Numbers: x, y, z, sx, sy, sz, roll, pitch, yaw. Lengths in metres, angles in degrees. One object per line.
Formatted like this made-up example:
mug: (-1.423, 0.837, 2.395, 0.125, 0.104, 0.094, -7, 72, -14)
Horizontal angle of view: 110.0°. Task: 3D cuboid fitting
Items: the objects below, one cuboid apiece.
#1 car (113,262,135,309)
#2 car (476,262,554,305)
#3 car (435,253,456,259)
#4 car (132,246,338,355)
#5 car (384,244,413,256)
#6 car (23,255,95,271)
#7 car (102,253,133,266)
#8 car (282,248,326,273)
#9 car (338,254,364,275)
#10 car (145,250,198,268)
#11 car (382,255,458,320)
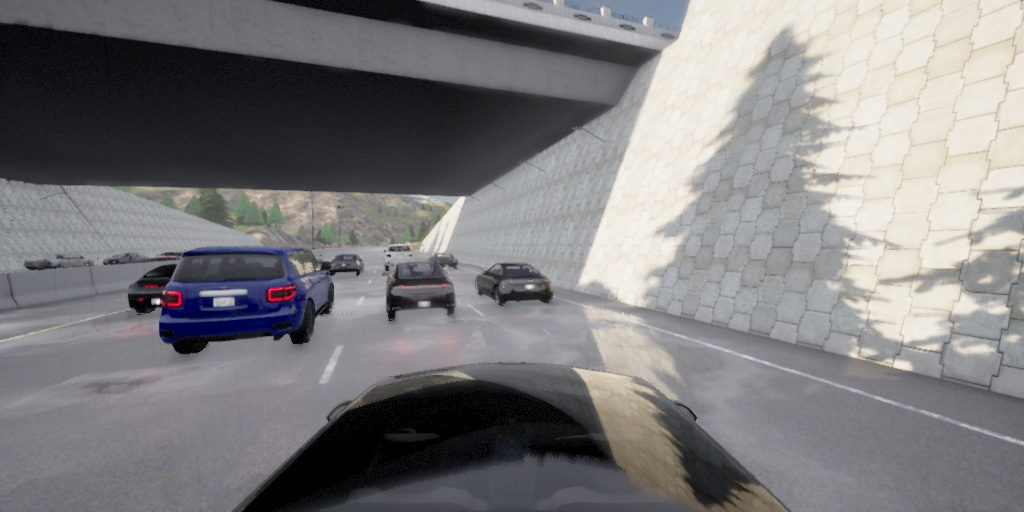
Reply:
car: (-10.731, 0.944, 12.353, 1.837, 1.490, 4.892, -1, 2, -19)
car: (-0.051, 0.910, 13.570, 1.994, 1.385, 4.181, -1, 2, -19)
car: (-5.881, 0.403, 30.370, 1.895, 1.301, 4.718, -1, 2, -19)
car: (-5.742, 0.768, 8.539, 2.150, 2.045, 5.566, -1, 2, -20)
car: (-9.395, 0.058, 29.817, 2.150, 2.045, 5.566, -1, 2, -19)
car: (-39.862, 0.523, 31.691, 1.895, 1.301, 4.718, -1, 2, -19)
car: (-37.233, 0.367, 34.807, 1.994, 1.385, 4.181, -1, 2, -19)
car: (-16.254, 0.277, 28.234, 2.097, 1.767, 4.553, -1, 2, -19)
car: (-11.445, 0.559, 25.013, 2.033, 1.411, 5.357, -1, 2, -19)
car: (-33.899, 0.228, 35.866, 1.882, 1.535, 5.008, -1, 2, -19)
car: (-2.998, 0.928, 11.368, 2.128, 1.511, 4.902, -1, 2, -19)
